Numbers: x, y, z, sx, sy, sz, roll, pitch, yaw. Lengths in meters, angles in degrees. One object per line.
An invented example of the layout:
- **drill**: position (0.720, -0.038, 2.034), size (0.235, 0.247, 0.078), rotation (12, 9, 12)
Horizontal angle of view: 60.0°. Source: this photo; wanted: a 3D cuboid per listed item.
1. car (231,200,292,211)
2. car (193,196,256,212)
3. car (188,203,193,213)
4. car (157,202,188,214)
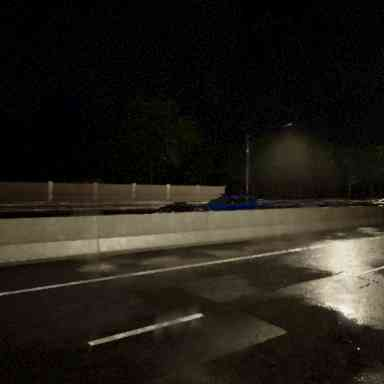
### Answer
- **car**: position (5.614, 1.606, 25.183), size (5.008, 1.535, 1.882), rotation (0, 0, -35)
- **car**: position (3.193, 1.346, 27.756), size (5.566, 2.045, 2.150), rotation (0, 0, -35)
- **car**: position (2.369, 1.487, 31.460), size (4.553, 1.767, 2.097), rotation (0, 0, -35)
- **car**: position (-1.360, 1.685, 33.100), size (4.181, 1.385, 1.994), rotation (1, 0, -35)
